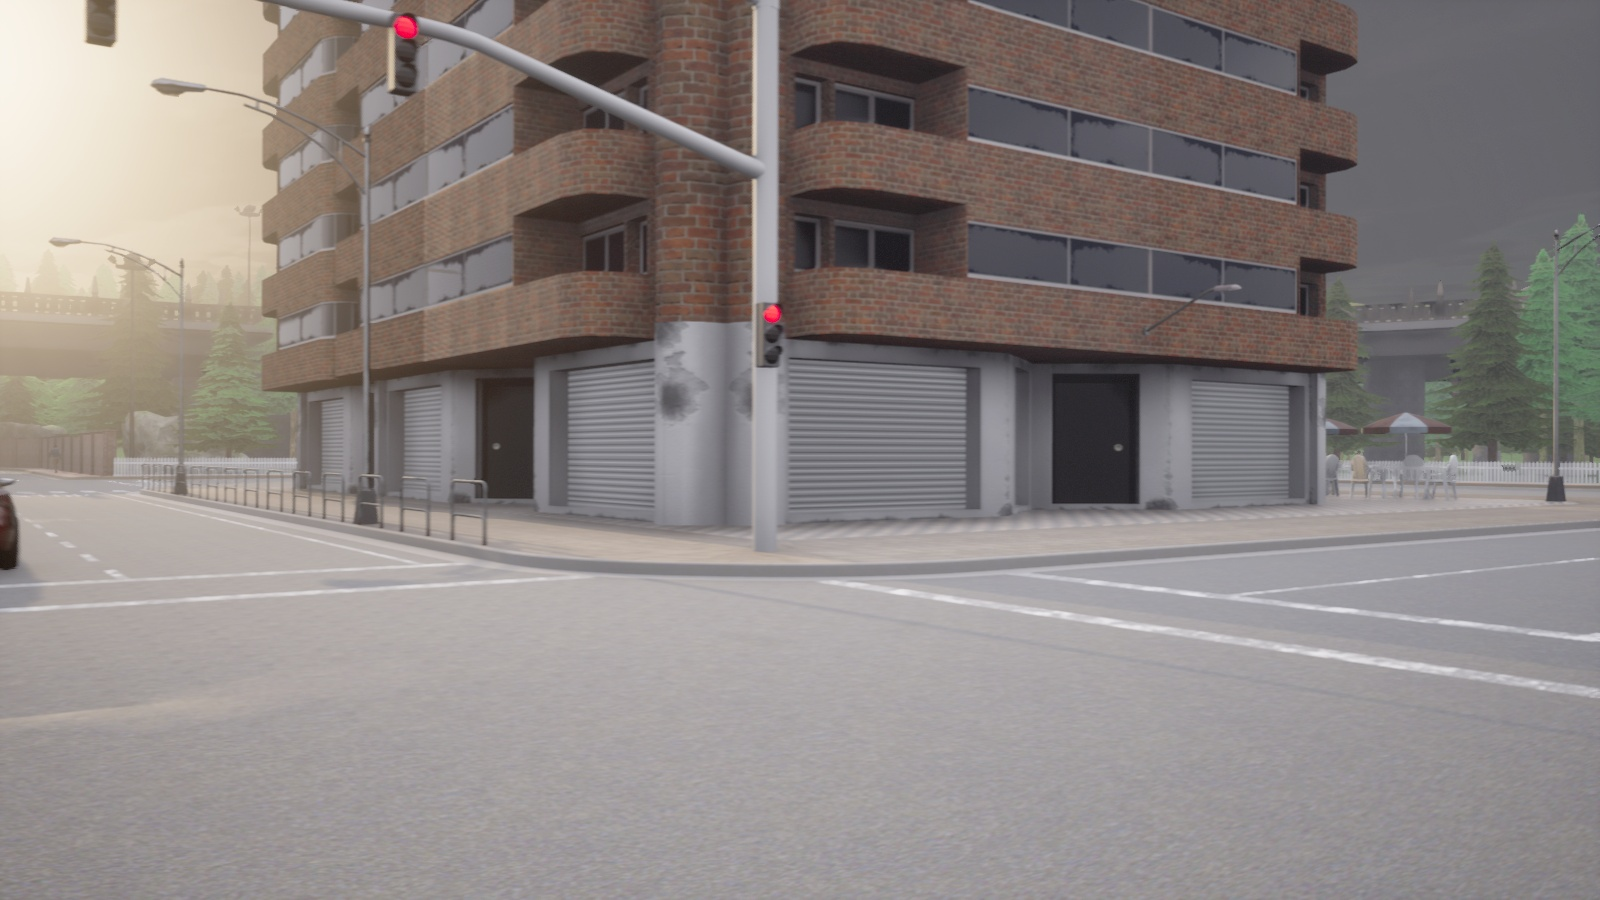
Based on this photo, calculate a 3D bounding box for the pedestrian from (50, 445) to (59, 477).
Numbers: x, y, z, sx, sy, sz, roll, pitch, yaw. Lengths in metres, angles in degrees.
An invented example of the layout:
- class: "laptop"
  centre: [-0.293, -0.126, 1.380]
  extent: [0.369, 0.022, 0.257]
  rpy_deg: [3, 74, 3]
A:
- class: "pedestrian"
  centre: [-46.038, 0.691, 77.532]
  extent: [0.423, 1.949, 0.788]
  rpy_deg: [0, 0, -37]

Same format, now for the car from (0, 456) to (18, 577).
- class: "car"
  centre: [-11.583, 0.824, 16.728]
  extent: [1.816, 1.474, 4.193]
  rpy_deg: [0, 0, -34]
